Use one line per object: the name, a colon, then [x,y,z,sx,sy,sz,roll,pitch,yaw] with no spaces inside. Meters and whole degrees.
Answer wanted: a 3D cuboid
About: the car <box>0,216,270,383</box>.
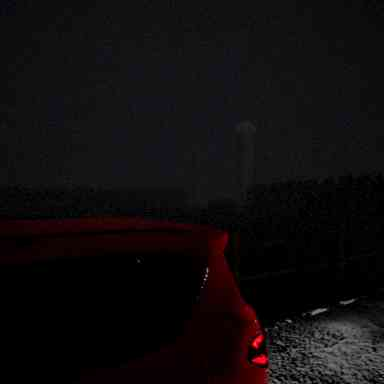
car: [-2.022,1.219,1.580,5.566,2.045,2.150,0,0,-36]
